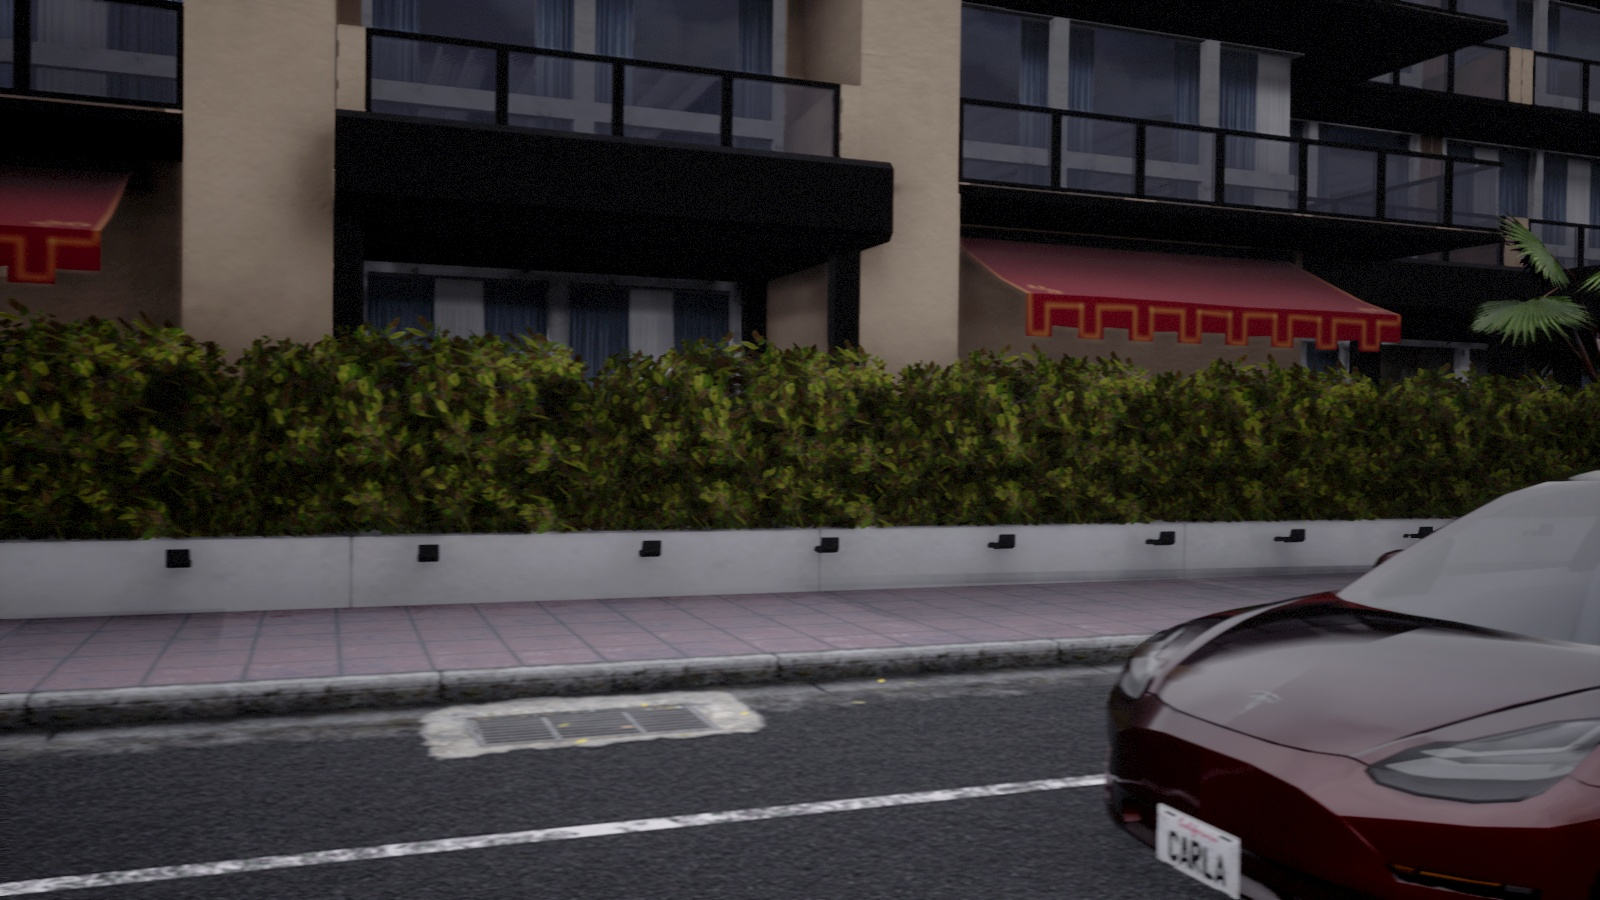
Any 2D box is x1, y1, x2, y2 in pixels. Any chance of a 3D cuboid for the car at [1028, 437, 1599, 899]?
[{"bbox_3d":[3.484,0.706,4.563,4.792,1.488,2.163,-1,1,-21],"label":"car"}]
